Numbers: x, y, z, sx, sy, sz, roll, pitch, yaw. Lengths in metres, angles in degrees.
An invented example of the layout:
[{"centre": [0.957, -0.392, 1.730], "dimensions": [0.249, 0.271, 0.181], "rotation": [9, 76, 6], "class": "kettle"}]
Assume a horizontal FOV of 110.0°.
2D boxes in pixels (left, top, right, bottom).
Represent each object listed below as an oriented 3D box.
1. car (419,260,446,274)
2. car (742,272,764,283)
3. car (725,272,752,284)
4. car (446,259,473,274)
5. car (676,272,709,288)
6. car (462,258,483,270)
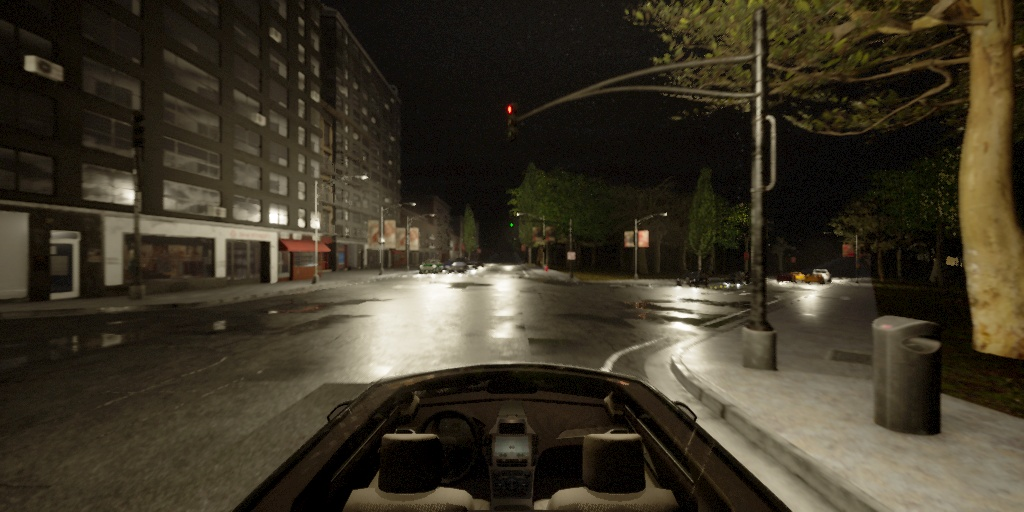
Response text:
[{"centre": [-9.786, 1.219, 43.638], "dimensions": [2.097, 1.767, 4.553], "rotation": [0, 0, 1], "class": "car"}, {"centre": [35.445, 3.115, 52.655], "dimensions": [4.674, 1.442, 1.812], "rotation": [3, -2, -45], "class": "car"}, {"centre": [29.234, 2.813, 46.396], "dimensions": [5.357, 1.411, 2.033], "rotation": [3, -2, -45], "class": "car"}, {"centre": [-6.527, 1.418, 44.291], "dimensions": [2.033, 1.411, 5.357], "rotation": [0, 0, 1], "class": "car"}, {"centre": [17.648, 2.248, 34.845], "dimensions": [4.674, 1.442, 1.812], "rotation": [3, -2, -45], "class": "car"}, {"centre": [-6.498, 1.481, 58.627], "dimensions": [2.128, 1.511, 4.902], "rotation": [0, -1, 0], "class": "car"}]
